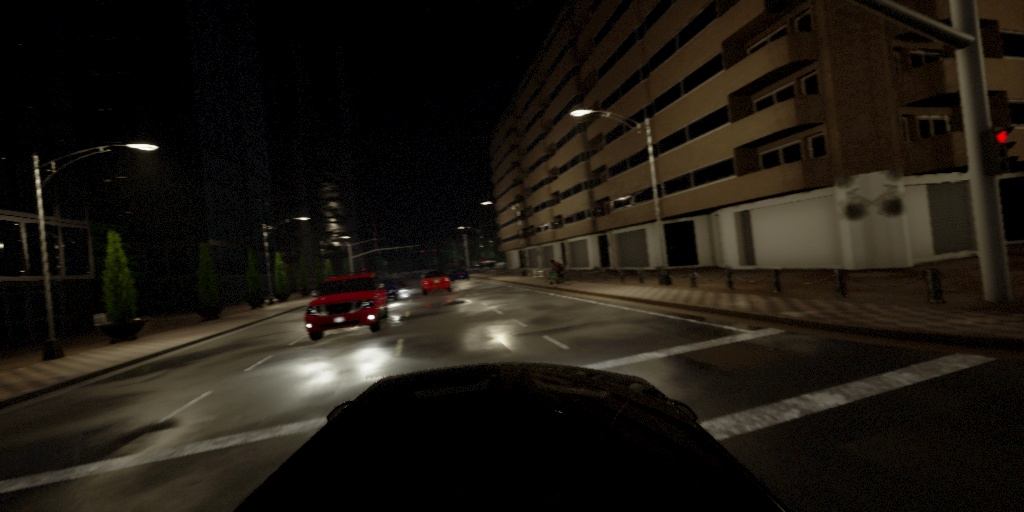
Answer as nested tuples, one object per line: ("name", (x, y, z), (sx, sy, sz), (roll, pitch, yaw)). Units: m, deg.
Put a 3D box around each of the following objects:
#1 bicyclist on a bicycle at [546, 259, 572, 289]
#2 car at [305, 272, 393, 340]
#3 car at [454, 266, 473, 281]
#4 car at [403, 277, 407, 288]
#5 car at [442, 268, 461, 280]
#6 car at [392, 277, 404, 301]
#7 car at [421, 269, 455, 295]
("bicyclist on a bicycle", (2.562, 0.969, 20.214), (1.656, 1.620, 0.582), (-12, 1, -15))
("car", (-6.091, 1.723, 13.804), (2.150, 2.045, 5.566), (-6, -1, -15))
("car", (-6.308, 2.263, 43.035), (1.882, 1.535, 5.008), (-6, -1, -14))
("car", (-13.327, 3.129, 42.071), (1.895, 1.301, 4.718), (-6, -1, -14))
("car", (-9.101, 2.670, 53.632), (2.128, 1.511, 4.902), (-6, 0, -15))
("car", (-9.222, 2.424, 25.975), (1.882, 1.535, 5.008), (-6, 0, -15))
("car", (-6.145, 1.992, 28.715), (2.097, 1.767, 4.553), (-6, -1, -15))
